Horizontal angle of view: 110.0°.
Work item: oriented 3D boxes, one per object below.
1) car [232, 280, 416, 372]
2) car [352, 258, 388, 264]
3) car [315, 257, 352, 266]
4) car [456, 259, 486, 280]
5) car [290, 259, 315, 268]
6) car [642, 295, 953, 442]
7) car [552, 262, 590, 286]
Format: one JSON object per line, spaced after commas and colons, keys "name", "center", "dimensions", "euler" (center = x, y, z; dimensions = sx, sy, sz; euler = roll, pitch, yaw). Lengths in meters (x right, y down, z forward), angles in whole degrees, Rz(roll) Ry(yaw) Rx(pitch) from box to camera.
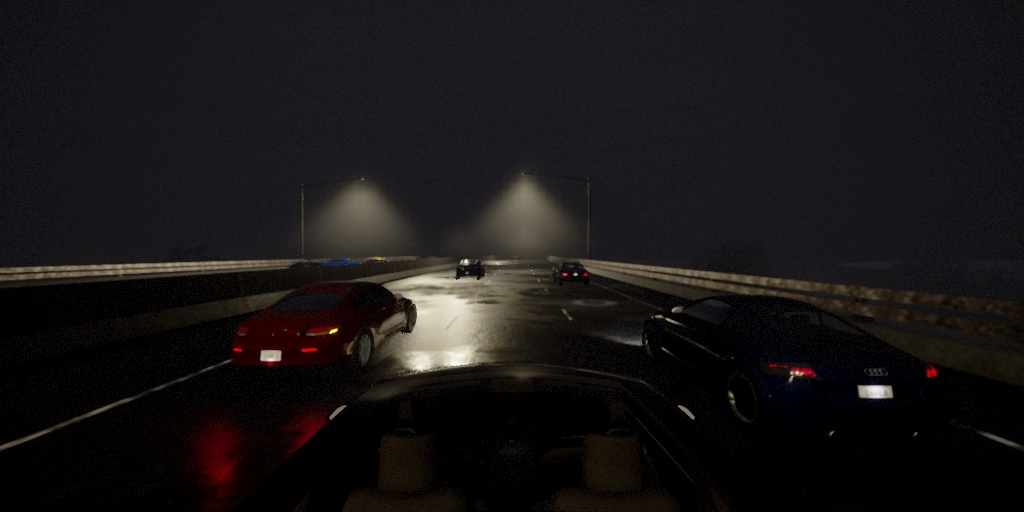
{"name": "car", "center": [-3.401, 1.221, 7.389], "dimensions": [1.812, 1.442, 4.674], "euler": [0, 1, 0]}
{"name": "car", "center": [-13.741, 0.917, 35.935], "dimensions": [1.882, 1.535, 5.008], "euler": [0, 0, 1]}
{"name": "car", "center": [-17.238, 0.915, 36.022], "dimensions": [1.882, 1.535, 5.008], "euler": [0, 0, 1]}
{"name": "car", "center": [-3.188, 0.999, 28.191], "dimensions": [2.128, 1.511, 4.902], "euler": [0, 0, 1]}
{"name": "car", "center": [-20.723, 0.995, 36.640], "dimensions": [1.994, 1.385, 4.181], "euler": [0, 0, 1]}
{"name": "car", "center": [3.586, 1.279, 5.531], "dimensions": [1.994, 1.385, 4.181], "euler": [0, 1, 0]}
{"name": "car", "center": [3.734, 1.100, 23.316], "dimensions": [2.033, 1.411, 5.357], "euler": [0, 1, 1]}
